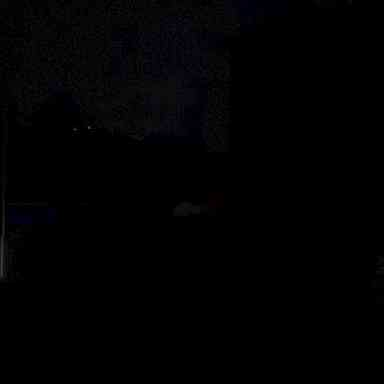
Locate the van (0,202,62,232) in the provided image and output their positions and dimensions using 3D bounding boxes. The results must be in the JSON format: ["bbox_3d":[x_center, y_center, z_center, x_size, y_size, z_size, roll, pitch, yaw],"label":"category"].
[{"bbox_3d":[-11.037,1.590,21.903,1.690,1.788,3.998,1,0,36],"label":"van"}]

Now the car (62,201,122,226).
[{"bbox_3d":[-7.895,1.635,26.301,2.192,1.841,5.009,1,0,36],"label":"car"}]

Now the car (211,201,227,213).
[{"bbox_3d":[3.704,2.081,46.993,1.837,1.490,4.892,2,0,36],"label":"car"}]

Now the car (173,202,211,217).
[{"bbox_3d":[-0.180,2.027,36.894,1.812,1.442,4.674,2,0,36],"label":"car"}]
